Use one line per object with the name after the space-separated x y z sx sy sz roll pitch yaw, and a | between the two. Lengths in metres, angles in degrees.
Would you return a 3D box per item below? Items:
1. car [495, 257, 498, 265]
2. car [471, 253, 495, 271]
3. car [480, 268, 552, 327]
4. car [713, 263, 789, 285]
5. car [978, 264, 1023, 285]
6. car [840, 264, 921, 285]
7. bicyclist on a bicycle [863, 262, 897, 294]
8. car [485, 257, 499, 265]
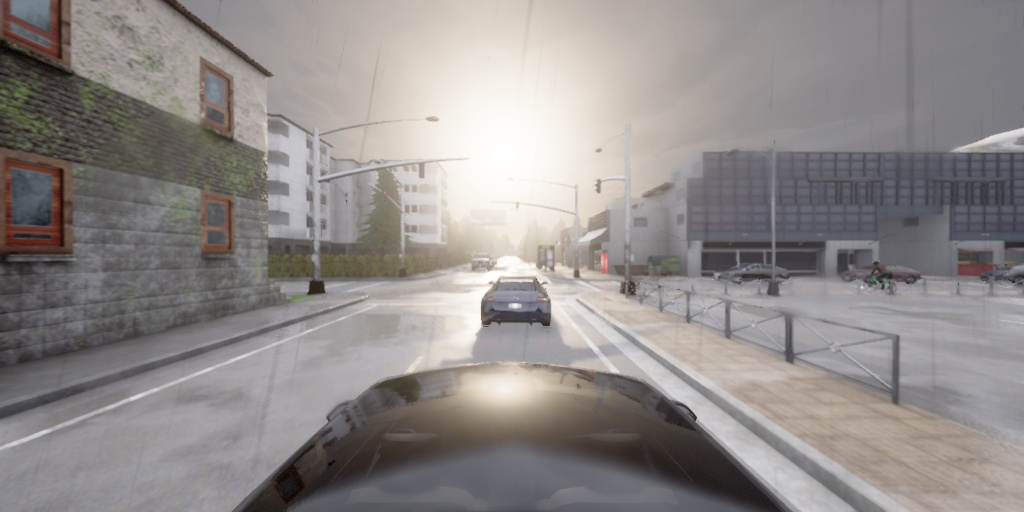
-3.584 0.995 53.183 1.895 1.301 4.718 0 0 0 | car
-3.596 0.685 43.288 2.150 2.045 5.566 0 0 0 | car
0.194 1.248 11.295 1.994 1.385 4.181 0 0 3 | car
17.069 1.250 25.747 4.902 1.511 2.128 0 0 0 | car
36.744 1.284 25.773 4.674 1.442 1.812 0 0 0 | car
26.434 1.284 25.764 4.674 1.442 1.812 0 0 0 | car
18.715 1.112 18.266 0.582 1.620 1.656 0 0 0 | bicyclist on a bicycle
-3.527 0.868 63.761 2.033 1.411 5.357 0 0 1 | car
